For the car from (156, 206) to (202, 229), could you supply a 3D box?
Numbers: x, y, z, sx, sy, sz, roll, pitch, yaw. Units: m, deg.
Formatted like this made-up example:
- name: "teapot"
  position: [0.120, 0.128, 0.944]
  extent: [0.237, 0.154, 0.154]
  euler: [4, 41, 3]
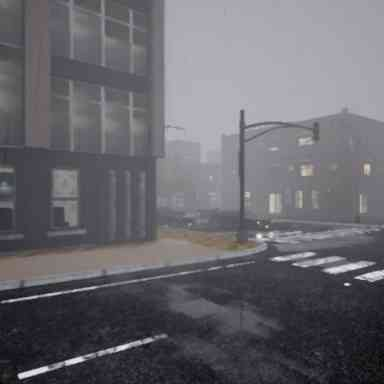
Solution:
- name: "car"
  position: [-1.462, 2.061, 26.327]
  extent: [1.947, 1.339, 4.313]
  euler: [-1, 0, -37]

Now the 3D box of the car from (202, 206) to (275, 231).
- name: "car"
  position: [3.422, 1.971, 24.344]
  extent: [2.033, 1.411, 5.357]
  euler: [0, -1, -37]
